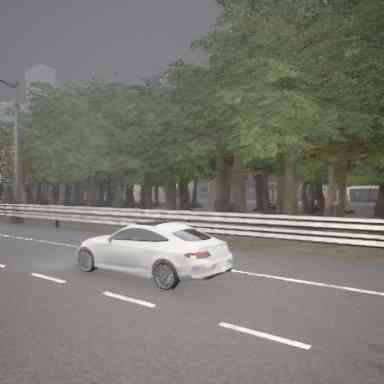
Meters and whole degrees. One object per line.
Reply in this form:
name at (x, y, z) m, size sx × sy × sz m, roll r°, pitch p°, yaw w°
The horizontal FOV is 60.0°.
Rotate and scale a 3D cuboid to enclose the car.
car at (-1.160, 1.528, 9.001) m, size 4.674 × 1.442 × 1.812 m, roll 0°, pitch 0°, yaw 36°
